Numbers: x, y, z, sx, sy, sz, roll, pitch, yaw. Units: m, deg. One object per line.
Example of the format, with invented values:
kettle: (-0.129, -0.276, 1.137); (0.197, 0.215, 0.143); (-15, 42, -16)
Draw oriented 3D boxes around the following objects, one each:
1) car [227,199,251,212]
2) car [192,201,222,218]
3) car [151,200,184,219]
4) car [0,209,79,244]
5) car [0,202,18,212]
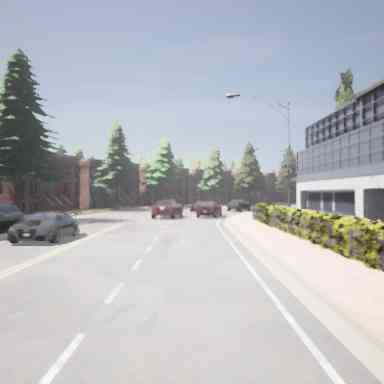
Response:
car: (6.059, 1.679, 42.480); (2.128, 1.511, 4.902); (0, 0, 30)
car: (1.724, 1.618, 32.170); (1.882, 1.535, 5.008); (0, 0, 14)
car: (-2.188, 1.484, 30.764); (2.097, 1.767, 4.553); (0, 0, 11)
car: (-6.998, 1.631, 16.061); (1.994, 1.385, 4.181); (0, 0, 0)
car: (-10.487, 1.421, 17.027); (2.097, 1.767, 4.553); (0, 0, 1)
